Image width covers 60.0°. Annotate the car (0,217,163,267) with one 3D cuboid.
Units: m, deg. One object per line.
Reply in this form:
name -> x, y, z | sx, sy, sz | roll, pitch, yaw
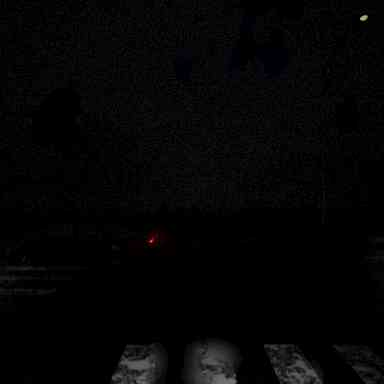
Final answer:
car -> -3.679, 1.562, 11.000 | 5.357, 1.411, 2.033 | -1, 0, 1
